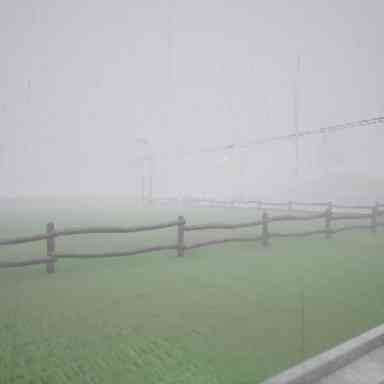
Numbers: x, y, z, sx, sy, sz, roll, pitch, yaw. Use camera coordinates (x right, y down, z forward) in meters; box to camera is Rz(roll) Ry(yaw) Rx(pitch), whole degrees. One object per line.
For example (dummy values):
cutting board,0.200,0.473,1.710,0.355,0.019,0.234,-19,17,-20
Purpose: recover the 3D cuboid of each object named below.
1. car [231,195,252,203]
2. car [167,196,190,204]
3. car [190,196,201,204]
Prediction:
car,10.026,1.336,67.663,2.097,1.767,4.553,0,0,-36
car,-2.987,1.556,61.757,1.812,1.442,4.674,0,0,-36
car,-0.161,1.508,63.821,1.882,1.535,5.008,0,0,-36
